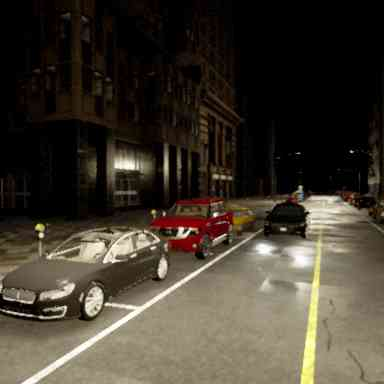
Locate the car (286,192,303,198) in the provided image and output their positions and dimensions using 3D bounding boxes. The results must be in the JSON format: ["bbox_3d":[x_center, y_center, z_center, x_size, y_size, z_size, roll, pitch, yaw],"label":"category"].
[{"bbox_3d":[14.819,1.098,48.913,1.802,1.307,4.206,0,1,22],"label":"car"}]

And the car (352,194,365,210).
[{"bbox_3d":[18.553,1.186,35.324,1.947,1.339,4.313,0,1,22],"label":"car"}]

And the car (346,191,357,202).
[{"bbox_3d":[22.736,0.957,45.752,1.967,1.590,4.097,0,1,22],"label":"car"}]

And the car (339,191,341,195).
[{"bbox_3d":[31.103,0.863,66.612,2.008,1.369,4.403,0,1,22],"label":"car"}]

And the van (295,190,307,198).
[{"bbox_3d":[19.001,0.754,59.339,1.690,1.788,3.998,0,1,22],"label":"van"}]

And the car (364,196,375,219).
[{"bbox_3d":[14.433,1.248,25.051,1.752,1.417,4.829,0,1,22],"label":"car"}]

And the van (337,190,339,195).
[{"bbox_3d":[35.285,0.552,77.039,1.690,1.788,3.998,0,1,22],"label":"van"}]

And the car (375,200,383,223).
[{"bbox_3d":[12.278,1.360,19.679,1.802,1.307,4.206,0,1,22],"label":"car"}]

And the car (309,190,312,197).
[{"bbox_3d":[27.367,0.791,80.198,1.802,1.307,4.206,0,1,22],"label":"car"}]

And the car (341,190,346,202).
[{"bbox_3d":[26.919,0.729,56.180,2.192,1.841,5.009,0,1,22],"label":"car"}]

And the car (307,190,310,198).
[{"bbox_3d":[23.185,0.876,69.770,1.947,1.339,4.313,0,1,22],"label":"car"}]

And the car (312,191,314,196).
[{"bbox_3d":[29.458,0.474,85.410,2.192,1.841,5.009,0,1,22],"label":"car"}]

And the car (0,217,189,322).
[{"bbox_3d":[-1.913,1.491,7.198,2.008,1.369,4.403,0,1,22],"label":"car"}]

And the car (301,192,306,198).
[{"bbox_3d":[16.910,1.030,54.127,1.947,1.339,4.313,0,1,22],"label":"car"}]

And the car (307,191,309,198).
[{"bbox_3d":[21.093,0.906,64.555,1.887,1.381,4.507,0,1,22],"label":"car"}]

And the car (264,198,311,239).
[{"bbox_3d":[4.855,1.308,16.651,1.882,1.535,5.008,0,1,22],"label":"car"}]

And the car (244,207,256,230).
[{"bbox_3d":[2.206,1.358,17.469,1.752,1.417,4.829,0,1,22],"label":"car"}]

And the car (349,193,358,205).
[{"bbox_3d":[20.645,1.114,40.538,1.887,1.381,4.507,0,1,22],"label":"car"}]

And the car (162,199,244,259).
[{"bbox_3d":[0.177,1.200,12.410,2.192,1.841,5.009,0,1,22],"label":"car"}]
